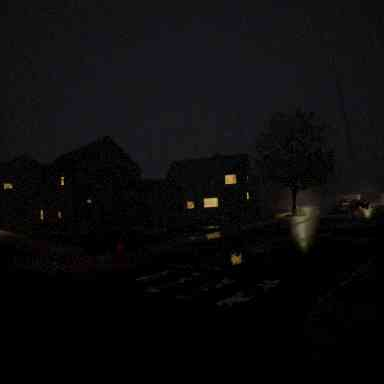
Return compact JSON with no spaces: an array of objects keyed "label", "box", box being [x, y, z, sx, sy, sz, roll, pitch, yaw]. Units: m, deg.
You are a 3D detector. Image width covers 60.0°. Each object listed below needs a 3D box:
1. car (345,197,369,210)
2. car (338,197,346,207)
[{"label":"car","box":[20.991,1.559,42.102,1.895,1.301,4.718,-5,-2,21]},{"label":"car","box":[24.578,1.525,53.261,2.128,1.511,4.902,-4,-2,17]}]
